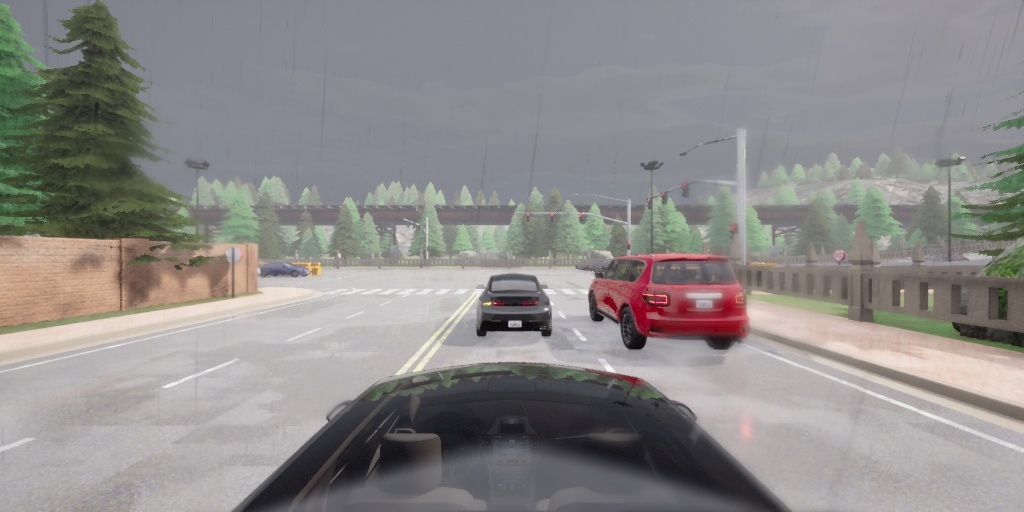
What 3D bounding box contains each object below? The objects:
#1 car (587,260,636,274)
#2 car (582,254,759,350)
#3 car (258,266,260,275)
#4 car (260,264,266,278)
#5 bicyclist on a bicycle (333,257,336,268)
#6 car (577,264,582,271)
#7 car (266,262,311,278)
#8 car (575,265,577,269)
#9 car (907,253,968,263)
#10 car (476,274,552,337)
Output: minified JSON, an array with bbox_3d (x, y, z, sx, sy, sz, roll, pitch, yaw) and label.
[{"bbox_3d":[11.293,1.242,40.776,4.902,1.511,2.128,0,0,-4],"label":"car"},{"bbox_3d":[3.517,0.971,9.233,2.150,2.045,5.566,0,0,0],"label":"car"},{"bbox_3d":[-22.272,1.241,26.815,4.902,1.511,2.128,0,0,0],"label":"car"},{"bbox_3d":[-24.512,0.972,30.312,5.566,2.045,2.150,0,0,0],"label":"car"},{"bbox_3d":[-27.410,1.050,55.790,0.582,1.620,1.656,0,0,0],"label":"bicyclist on a bicycle"},{"bbox_3d":[10.940,1.351,44.572,4.718,1.301,1.895,0,0,0],"label":"car"},{"bbox_3d":[-21.555,1.276,33.817,4.674,1.442,1.812,0,0,0],"label":"car"},{"bbox_3d":[10.607,1.314,48.073,4.181,1.385,1.994,0,0,0],"label":"car"},{"bbox_3d":[49.184,0.558,41.186,4.553,1.767,2.097,-4,0,0],"label":"car"},{"bbox_3d":[0.021,1.255,10.334,1.837,1.490,4.892,0,0,-1],"label":"car"}]
